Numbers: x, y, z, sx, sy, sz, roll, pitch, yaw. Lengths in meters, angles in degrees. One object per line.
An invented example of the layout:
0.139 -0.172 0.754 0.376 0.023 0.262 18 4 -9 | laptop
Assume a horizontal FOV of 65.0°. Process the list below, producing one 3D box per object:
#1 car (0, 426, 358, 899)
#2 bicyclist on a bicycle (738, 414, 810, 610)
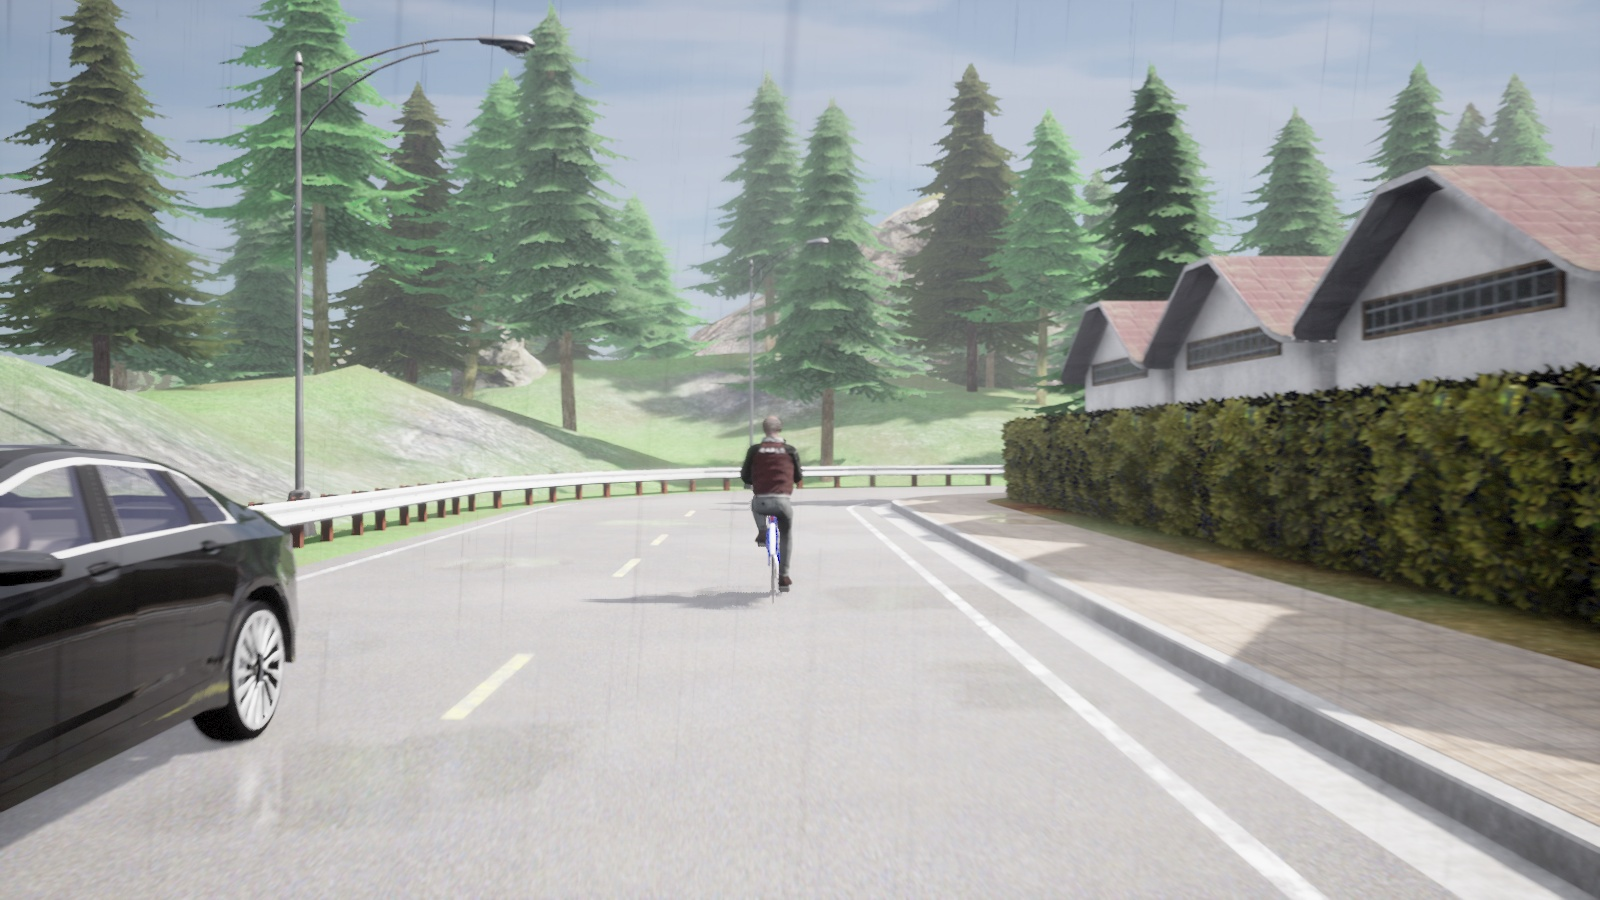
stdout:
-3.597 0.675 4.865 2.128 1.511 4.902 0 0 -1 | car
-0.255 0.552 12.316 0.659 1.776 1.843 0 1 -1 | bicyclist on a bicycle
